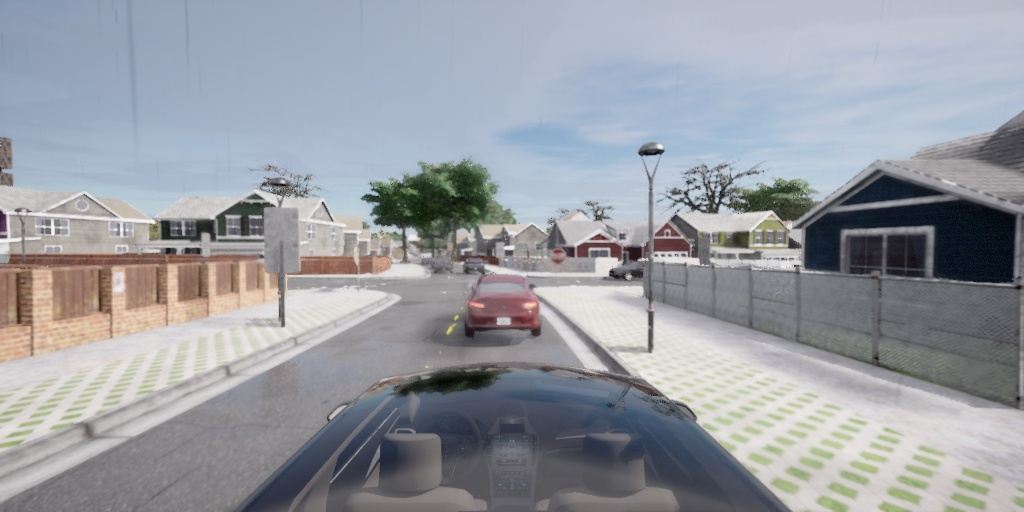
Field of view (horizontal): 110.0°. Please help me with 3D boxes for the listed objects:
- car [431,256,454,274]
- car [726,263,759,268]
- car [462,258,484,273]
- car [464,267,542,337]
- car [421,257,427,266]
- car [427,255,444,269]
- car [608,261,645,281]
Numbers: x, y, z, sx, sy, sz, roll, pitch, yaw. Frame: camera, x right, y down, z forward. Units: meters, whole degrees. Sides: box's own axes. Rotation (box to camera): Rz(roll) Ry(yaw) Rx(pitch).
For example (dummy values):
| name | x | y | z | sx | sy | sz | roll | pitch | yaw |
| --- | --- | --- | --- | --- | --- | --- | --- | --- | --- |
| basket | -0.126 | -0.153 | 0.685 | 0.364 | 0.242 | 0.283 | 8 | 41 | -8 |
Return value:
| name | x | y | z | sx | sy | sz | roll | pitch | yaw |
| --- | --- | --- | --- | --- | --- | --- | --- | --- | --- |
| car | -7.090 | 0.994 | 36.902 | 1.837 | 1.490 | 4.892 | 0 | 0 | -13 |
| car | 19.635 | 1.283 | 30.988 | 4.181 | 1.385 | 1.994 | 0 | 2 | -17 |
| car | -3.916 | 0.970 | 36.236 | 2.128 | 1.511 | 4.902 | 0 | 0 | -12 |
| car | -0.277 | 1.210 | 9.935 | 1.812 | 1.442 | 4.674 | 0 | 0 | -3 |
| car | -14.208 | 0.864 | 60.441 | 2.033 | 1.411 | 5.357 | -1 | 1 | -20 |
| car | -9.584 | 0.923 | 46.527 | 1.837 | 1.490 | 4.892 | -1 | 1 | -17 |
| car | 10.024 | 1.151 | 28.334 | 4.892 | 1.490 | 1.837 | 1 | 1 | -15 |
